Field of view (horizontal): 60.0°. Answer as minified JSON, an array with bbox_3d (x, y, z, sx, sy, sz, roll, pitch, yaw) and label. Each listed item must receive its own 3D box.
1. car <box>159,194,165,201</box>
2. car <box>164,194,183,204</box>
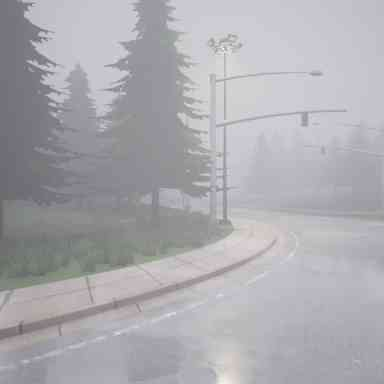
[{"bbox_3d":[-7.119,1.186,75.170,2.150,2.045,5.566,0,0,-21],"label":"car"},{"bbox_3d":[-3.236,1.547,65.433,2.033,1.411,5.357,0,0,-21],"label":"car"}]
